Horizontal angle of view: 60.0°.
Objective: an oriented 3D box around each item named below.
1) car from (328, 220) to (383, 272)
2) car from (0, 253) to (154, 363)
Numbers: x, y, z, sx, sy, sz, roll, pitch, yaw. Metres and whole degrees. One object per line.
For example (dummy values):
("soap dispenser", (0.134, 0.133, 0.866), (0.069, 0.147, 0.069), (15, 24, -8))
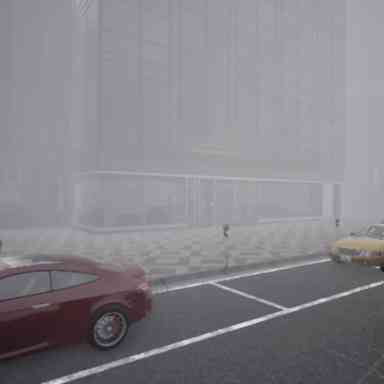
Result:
("car", (6.475, 1.653, 11.156), (4.829, 1.417, 1.752), (1, -1, -36))
("car", (-2.565, 1.588, 4.702), (4.206, 1.307, 1.802), (1, 0, -36))
